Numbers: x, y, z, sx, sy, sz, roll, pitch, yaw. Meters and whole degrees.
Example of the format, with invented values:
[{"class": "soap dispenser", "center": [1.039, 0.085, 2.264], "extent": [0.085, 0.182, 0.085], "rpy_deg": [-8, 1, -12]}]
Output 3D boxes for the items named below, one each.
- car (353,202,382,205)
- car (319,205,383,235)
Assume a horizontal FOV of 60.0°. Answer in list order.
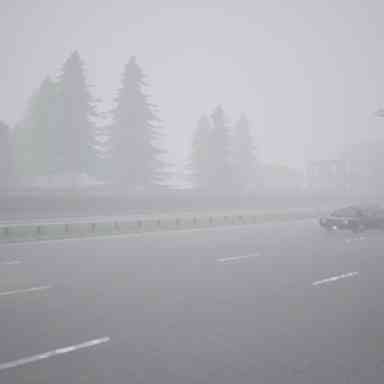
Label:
[{"class": "car", "center": [14.440, 1.519, 26.949], "extent": [4.902, 1.511, 2.128], "rpy_deg": [0, 0, -36]}, {"class": "car", "center": [9.465, 1.619, 19.102], "extent": [4.718, 1.301, 1.895], "rpy_deg": [0, 0, -36]}]
